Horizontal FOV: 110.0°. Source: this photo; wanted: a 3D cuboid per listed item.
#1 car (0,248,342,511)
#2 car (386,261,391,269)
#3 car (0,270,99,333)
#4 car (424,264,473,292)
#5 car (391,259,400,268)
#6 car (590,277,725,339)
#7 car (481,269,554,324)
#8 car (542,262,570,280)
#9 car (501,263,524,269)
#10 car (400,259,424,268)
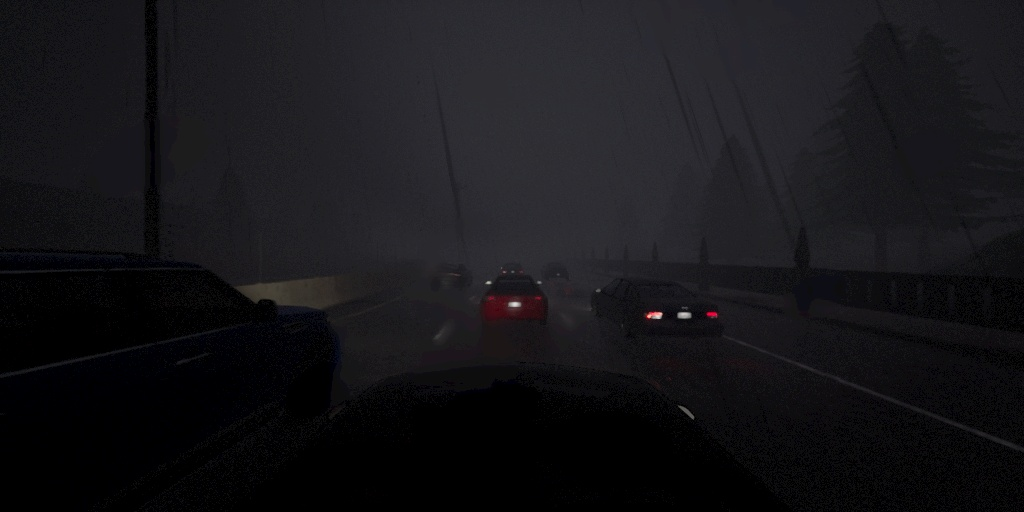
[{"bbox_3d":[-3.413,0.971,2.573,2.150,2.045,5.566,0,0,0],"label":"car"},{"bbox_3d":[-17.637,1.149,54.561,2.128,1.511,4.902,0,0,0],"label":"car"},{"bbox_3d":[-14.110,1.220,8.931,1.882,1.535,5.008,0,0,0],"label":"car"},{"bbox_3d":[-3.428,1.206,21.068,2.128,1.511,4.902,0,0,0],"label":"car"},{"bbox_3d":[-14.152,1.214,48.592,2.033,1.411,5.357,0,0,0],"label":"car"},{"bbox_3d":[3.589,1.280,9.980,2.033,1.411,5.357,0,0,0],"label":"car"},{"bbox_3d":[0.081,1.295,11.829,1.994,1.385,4.181,0,0,0],"label":"car"},{"bbox_3d":[3.573,1.220,29.903,1.812,1.442,4.674,0,0,0],"label":"car"},{"bbox_3d":[0.060,1.244,29.682,2.033,1.411,5.357,0,0,0],"label":"car"},{"bbox_3d":[-10.646,1.246,40.055,1.994,1.385,4.181,0,0,0],"label":"car"}]
